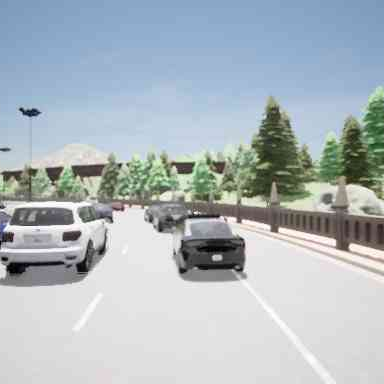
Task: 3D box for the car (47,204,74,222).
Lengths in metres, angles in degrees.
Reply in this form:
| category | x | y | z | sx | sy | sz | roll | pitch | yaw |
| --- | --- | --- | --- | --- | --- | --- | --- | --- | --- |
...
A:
| category | x | y | z | sx | sy | sz | roll | pitch | yaw |
| --- | --- | --- | --- | --- | --- | --- | --- | --- | --- |
| car | -12.190 | 1.879 | 31.126 | 2.033 | 1.411 | 5.357 | 0 | -1 | -18 |

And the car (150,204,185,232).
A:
| category | x | y | z | sx | sy | sz | roll | pitch | yaw |
| --- | --- | --- | --- | --- | --- | --- | --- | --- | --- |
| car | -1.367 | 1.566 | 21.937 | 2.097 | 1.767 | 4.553 | 0 | -1 | -12 |

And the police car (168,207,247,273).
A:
| category | x | y | z | sx | sy | sz | roll | pitch | yaw |
| --- | --- | --- | --- | --- | --- | --- | --- | --- | --- |
| police car | 0.375 | 1.534 | 11.251 | 1.930 | 1.638 | 5.238 | 0 | -1 | -6 |

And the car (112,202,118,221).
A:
| category | x | y | z | sx | sy | sz | roll | pitch | yaw |
| --- | --- | --- | --- | --- | --- | --- | --- | --- | --- |
| car | -8.077 | 1.854 | 29.699 | 2.033 | 1.411 | 5.357 | 0 | -1 | -17 |

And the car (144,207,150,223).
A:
| category | x | y | z | sx | sy | sz | roll | pitch | yaw |
| --- | --- | --- | --- | --- | --- | --- | --- | --- | --- |
| car | -2.938 | 1.807 | 28.356 | 1.812 | 1.442 | 4.674 | 0 | -1 | -15 |

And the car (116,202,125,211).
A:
| category | x | y | z | sx | sy | sz | roll | pitch | yaw |
| --- | --- | --- | --- | --- | --- | --- | --- | --- | --- |
| car | -10.950 | 2.046 | 47.158 | 1.994 | 1.385 | 4.181 | 0 | -1 | -29 |

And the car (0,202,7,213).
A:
| category | x | y | z | sx | sy | sz | roll | pitch | yaw |
| --- | --- | --- | --- | --- | --- | --- | --- | --- | --- |
| car | -26.814 | 2.115 | 46.303 | 1.895 | 1.301 | 4.718 | 0 | -1 | -30 |

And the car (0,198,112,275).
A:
| category | x | y | z | sx | sy | sz | roll | pitch | yaw |
| --- | --- | --- | --- | --- | --- | --- | --- | --- | --- |
| car | -4.225 | 1.340 | 11.121 | 2.150 | 2.045 | 5.566 | 0 | -1 | -6 |
